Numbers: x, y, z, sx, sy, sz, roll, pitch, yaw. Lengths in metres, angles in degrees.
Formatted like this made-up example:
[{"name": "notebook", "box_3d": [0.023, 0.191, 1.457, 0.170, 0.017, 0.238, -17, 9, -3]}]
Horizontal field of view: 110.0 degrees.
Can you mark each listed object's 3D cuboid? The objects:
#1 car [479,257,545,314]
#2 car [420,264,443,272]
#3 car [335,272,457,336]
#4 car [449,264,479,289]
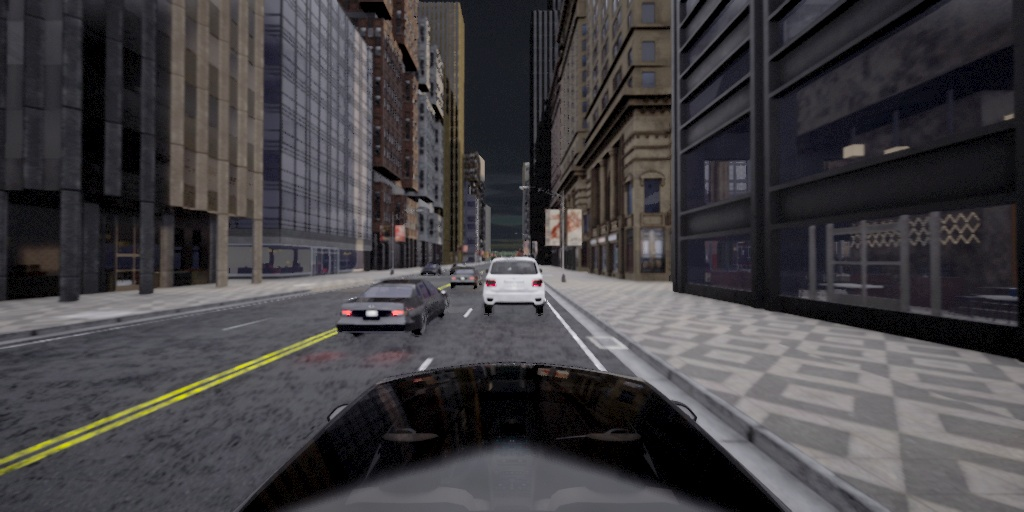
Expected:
[{"name": "car", "box_3d": [0.081, 1.092, 14.521, 2.150, 2.045, 5.566, 0, -1, 0]}, {"name": "car", "box_3d": [-9.852, 1.708, 44.411, 2.033, 1.411, 5.357, 0, -1, 0]}, {"name": "car", "box_3d": [-3.189, 1.384, 10.709, 2.033, 1.411, 5.357, 0, -1, 0]}, {"name": "car", "box_3d": [-3.190, 1.526, 25.709, 2.033, 1.411, 5.357, 0, -1, 0]}]
